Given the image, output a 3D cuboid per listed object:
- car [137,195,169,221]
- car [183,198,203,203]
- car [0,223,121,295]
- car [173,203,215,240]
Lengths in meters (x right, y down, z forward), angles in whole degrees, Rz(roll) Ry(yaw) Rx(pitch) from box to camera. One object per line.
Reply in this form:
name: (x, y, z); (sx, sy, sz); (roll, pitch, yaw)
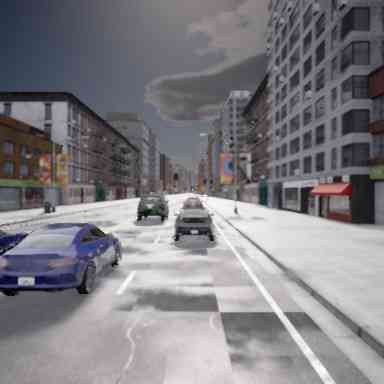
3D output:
car: (-3.143, 1.231, 27.518); (2.150, 2.045, 5.566); (0, 0, 0)
car: (0.107, 1.366, 35.531); (2.097, 1.767, 4.553); (0, 0, 0)
car: (-3.146, 1.528, 8.616); (1.812, 1.442, 4.674); (0, 0, 0)
car: (0.104, 1.510, 17.074); (1.837, 1.490, 4.892); (0, 0, 0)
